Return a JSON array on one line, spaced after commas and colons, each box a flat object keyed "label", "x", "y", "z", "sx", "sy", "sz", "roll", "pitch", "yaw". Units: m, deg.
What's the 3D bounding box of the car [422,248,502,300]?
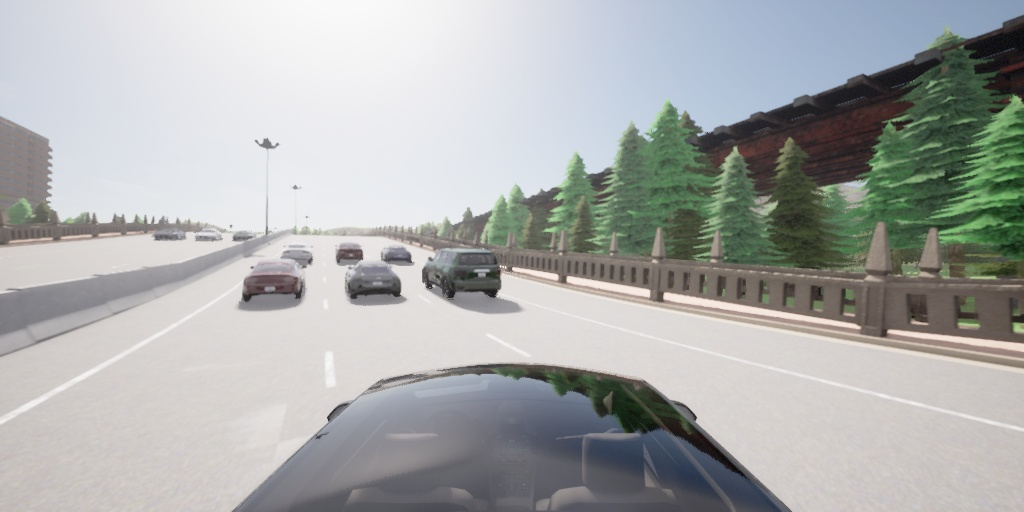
[{"label": "car", "x": -2.379, "y": 0.646, "z": 16.046, "sx": 2.150, "sy": 2.045, "sz": 5.566, "roll": 0, "pitch": 3, "yaw": -27}]

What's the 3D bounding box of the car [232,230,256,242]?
[{"label": "car", "x": -33.808, "y": -2.545, "z": 45.360, "sx": 1.994, "sy": 1.385, "sz": 4.181, "roll": 0, "pitch": 5, "yaw": -28}]

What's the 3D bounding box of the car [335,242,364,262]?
[{"label": "car", "x": -13.172, "y": -0.431, "z": 29.023, "sx": 1.882, "sy": 1.535, "sz": 5.008, "roll": 0, "pitch": 5, "yaw": -27}]

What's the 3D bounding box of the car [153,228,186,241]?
[{"label": "car", "x": -39.894, "y": -2.535, "z": 41.898, "sx": 1.994, "sy": 1.385, "sz": 4.181, "roll": 0, "pitch": 5, "yaw": -28}]

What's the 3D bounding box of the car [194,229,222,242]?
[{"label": "car", "x": -36.838, "y": -2.576, "z": 43.607, "sx": 1.812, "sy": 1.442, "sz": 4.674, "roll": 0, "pitch": 5, "yaw": -28}]

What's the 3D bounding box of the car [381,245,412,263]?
[{"label": "car", "x": -9.674, "y": -0.259, "z": 29.875, "sx": 1.994, "sy": 1.385, "sz": 4.181, "roll": 0, "pitch": 5, "yaw": -27}]

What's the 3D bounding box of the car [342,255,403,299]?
[{"label": "car", "x": -6.102, "y": 0.907, "z": 15.631, "sx": 1.994, "sy": 1.385, "sz": 4.181, "roll": 0, "pitch": 3, "yaw": -27}]

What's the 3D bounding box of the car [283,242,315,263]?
[{"label": "car", "x": -15.996, "y": -0.334, "z": 26.861, "sx": 1.812, "sy": 1.442, "sz": 4.674, "roll": 0, "pitch": 5, "yaw": -27}]

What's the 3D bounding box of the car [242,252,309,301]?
[{"label": "car", "x": -9.456, "y": 0.827, "z": 14.499, "sx": 1.812, "sy": 1.442, "sz": 4.674, "roll": 0, "pitch": 4, "yaw": -27}]
